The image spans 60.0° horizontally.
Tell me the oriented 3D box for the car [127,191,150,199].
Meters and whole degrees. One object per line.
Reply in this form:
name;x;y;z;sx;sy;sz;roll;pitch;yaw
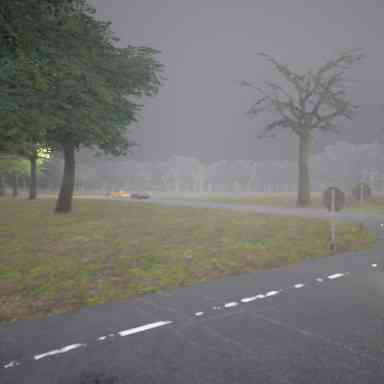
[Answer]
car;-8.961;0.554;57.148;1.994;1.385;4.181;2;-1;-35

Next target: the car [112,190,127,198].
car;-13.536;0.437;63.436;1.882;1.535;5.008;2;-1;-36
